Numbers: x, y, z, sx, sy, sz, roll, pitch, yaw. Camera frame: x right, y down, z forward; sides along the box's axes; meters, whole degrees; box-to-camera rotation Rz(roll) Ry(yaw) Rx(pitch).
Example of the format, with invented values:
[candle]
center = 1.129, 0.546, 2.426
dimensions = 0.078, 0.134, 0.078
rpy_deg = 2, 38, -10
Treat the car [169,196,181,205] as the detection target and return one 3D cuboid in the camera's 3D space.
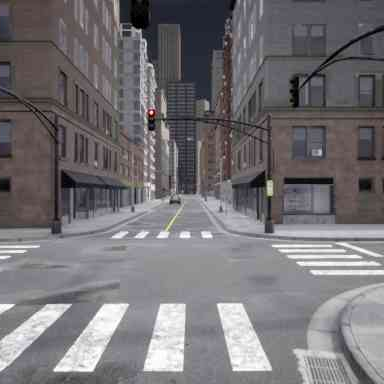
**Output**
[car]
center = -2.987, 1.457, 59.698
dimensions = 1.882, 1.535, 5.008
rpy_deg = 0, 0, 0
